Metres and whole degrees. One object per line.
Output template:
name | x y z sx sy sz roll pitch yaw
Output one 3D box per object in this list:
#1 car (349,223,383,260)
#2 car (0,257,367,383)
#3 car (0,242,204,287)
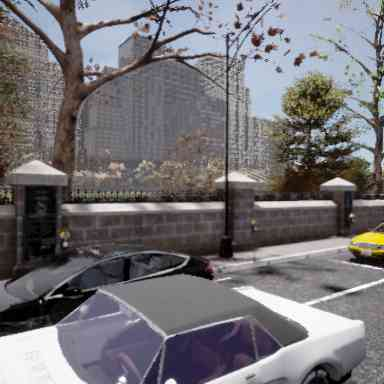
car | 7.461 1.604 11.879 4.829 1.417 1.752 0 0 -36
car | -0.482 1.608 3.033 4.718 1.301 1.895 0 0 -35
car | -1.569 1.576 5.437 4.313 1.339 1.947 0 0 -36
